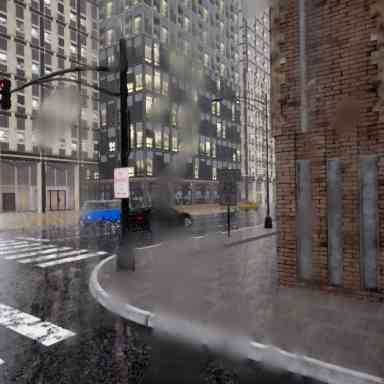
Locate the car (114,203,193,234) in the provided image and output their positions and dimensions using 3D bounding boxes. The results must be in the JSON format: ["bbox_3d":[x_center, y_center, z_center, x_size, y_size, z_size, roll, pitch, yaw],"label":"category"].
[{"bbox_3d":[-1.881,1.510,19.344,1.837,1.490,4.892,-1,0,36],"label":"car"}]

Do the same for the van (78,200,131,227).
[{"bbox_3d":[-6.020,1.460,23.488,1.690,1.788,3.998,-2,-1,36],"label":"van"}]

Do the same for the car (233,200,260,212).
[{"bbox_3d":[6.811,1.688,41.400,1.752,1.417,4.829,-2,-1,36],"label":"car"}]
